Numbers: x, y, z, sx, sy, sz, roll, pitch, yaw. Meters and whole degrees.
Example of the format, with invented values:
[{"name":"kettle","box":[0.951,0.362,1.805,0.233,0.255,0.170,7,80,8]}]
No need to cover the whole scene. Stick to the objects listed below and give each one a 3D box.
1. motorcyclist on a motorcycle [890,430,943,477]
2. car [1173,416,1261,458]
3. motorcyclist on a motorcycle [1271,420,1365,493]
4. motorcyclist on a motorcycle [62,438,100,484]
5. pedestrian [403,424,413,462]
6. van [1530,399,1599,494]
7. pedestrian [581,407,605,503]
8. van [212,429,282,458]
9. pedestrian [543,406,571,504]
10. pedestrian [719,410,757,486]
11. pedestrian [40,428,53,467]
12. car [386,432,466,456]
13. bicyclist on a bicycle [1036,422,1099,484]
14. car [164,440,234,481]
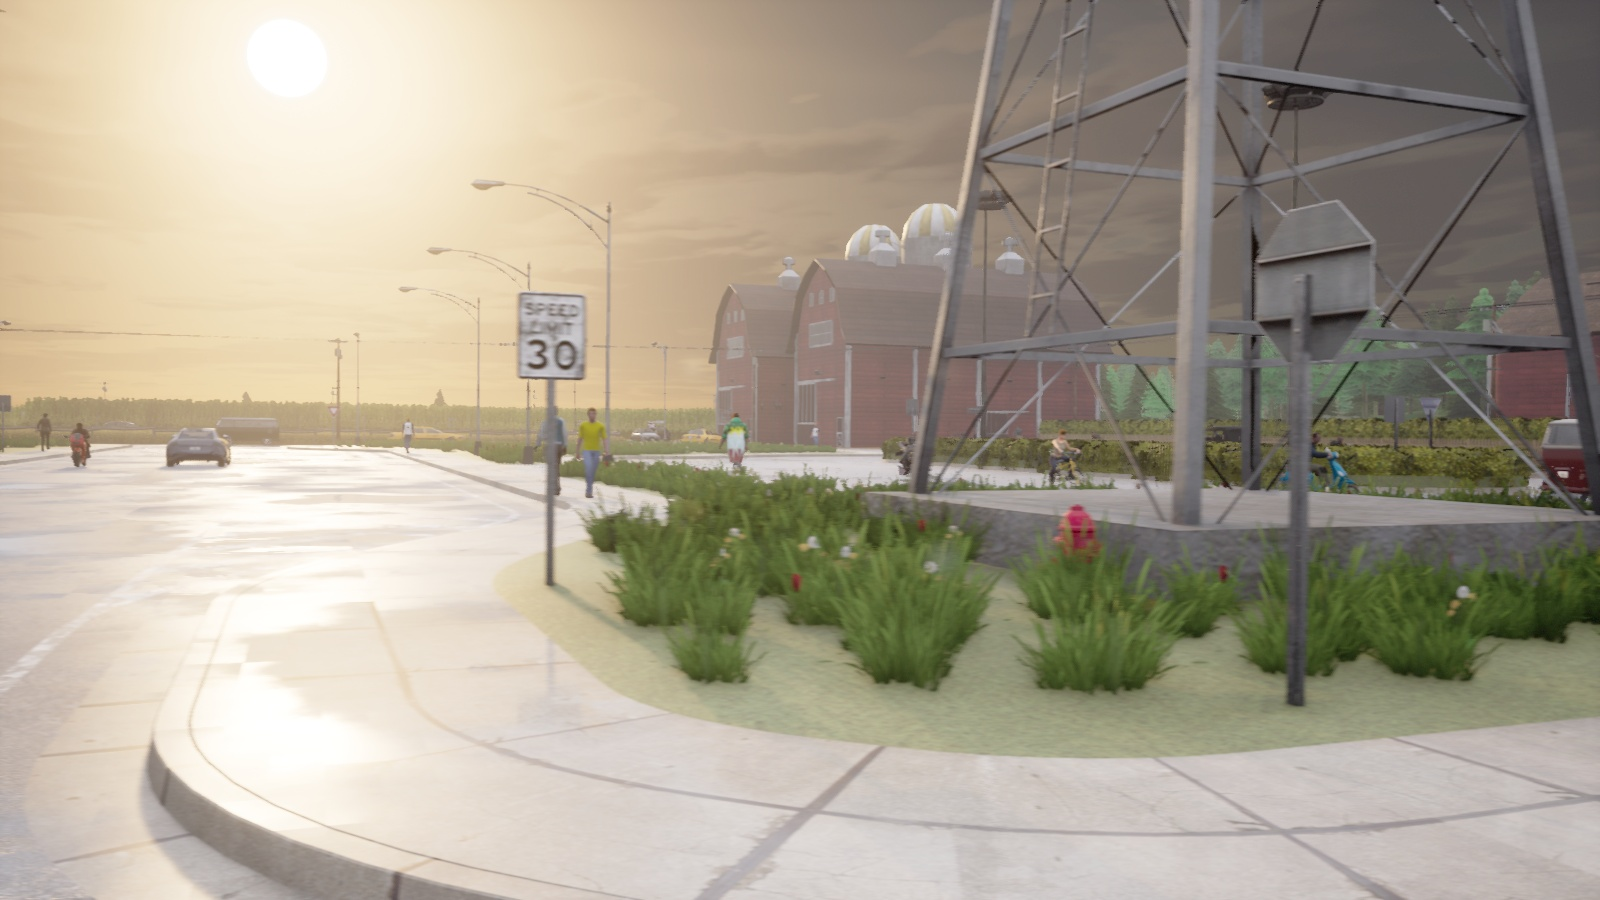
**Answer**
[{"name":"motorcyclist on a motorcycle","box":[3.857,0.097,41.798,0.866,1.530,2.191,-1,1,-21]},{"name":"car","box":[19.516,-0.606,58.943,1.905,1.878,3.866,-1,1,-21]},{"name":"motorcyclist on a motorcycle","box":[11.752,0.144,28.495,1.817,1.590,0.866,0,1,34]},{"name":"motorcyclist on a motorcycle","box":[-24.342,0.356,42.543,0.797,1.523,2.044,-1,1,-22]},{"name":"pedestrian","box":[-19.186,-0.343,61.494,0.354,1.836,0.706,-1,1,-23]},{"name":"van","box":[18.621,-0.117,27.388,4.442,1.987,1.775,-1,1,-5]},{"name":"pedestrian","box":[-4.017,0.096,24.392,0.354,1.836,0.706,-1,1,-16]},{"name":"van","box":[-39.120,-0.468,88.906,4.442,1.987,1.775,-1,1,-21]},{"name":"pedestrian","box":[-4.848,0.095,24.997,0.396,1.930,0.692,-1,1,-22]},{"name":"pedestrian","box":[-1.626,-0.071,32.818,0.659,1.952,0.873,-1,1,-29]},{"name":"pedestrian","box":[-35.346,-0.115,58.903,0.328,1.805,0.869,-1,1,-18]},{"name":"car","box":[-26.781,-0.442,89.890,5.366,1.575,1.801,-1,1,-21]},{"name":"bicyclist on a bicycle","box":[7.139,0.094,33.589,0.866,1.612,1.509,-1,-1,-25]},{"name":"car","box":[-21.966,0.353,46.031,1.994,1.385,4.181,-1,1,-22]}]
